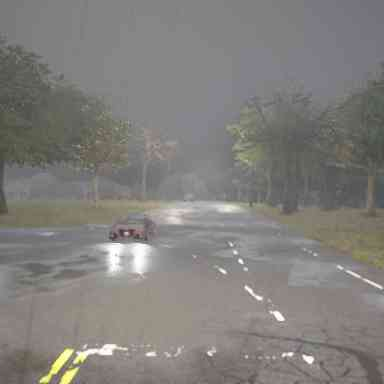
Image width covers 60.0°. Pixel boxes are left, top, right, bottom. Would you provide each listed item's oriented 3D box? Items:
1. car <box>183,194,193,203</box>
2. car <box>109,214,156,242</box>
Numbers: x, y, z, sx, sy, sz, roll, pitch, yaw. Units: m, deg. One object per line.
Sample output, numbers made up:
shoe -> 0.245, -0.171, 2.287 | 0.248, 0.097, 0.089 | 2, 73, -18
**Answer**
car -> -0.855, 1.439, 76.241 | 2.150, 2.045, 5.566 | 1, 0, 4
car -> -3.159, 1.900, 18.385 | 1.994, 1.385, 4.181 | 1, -1, 2
